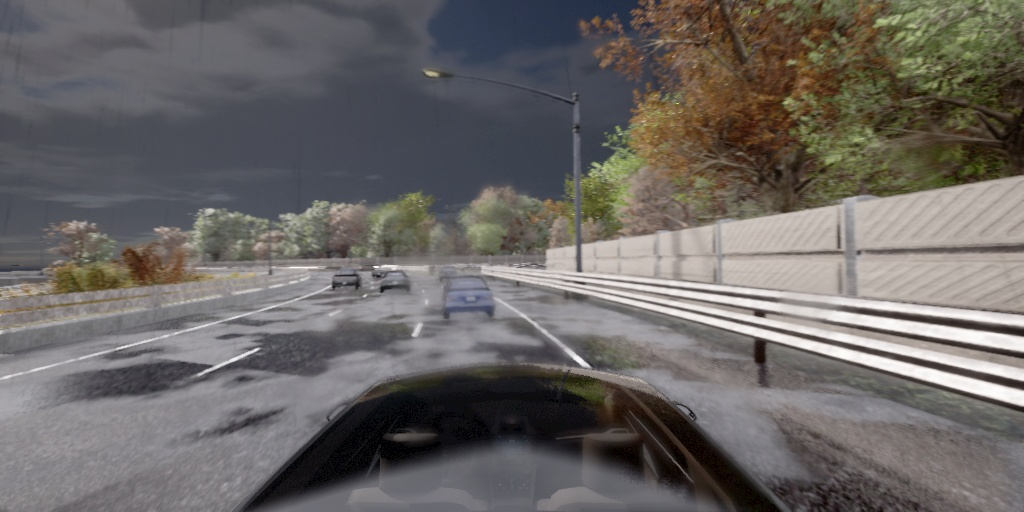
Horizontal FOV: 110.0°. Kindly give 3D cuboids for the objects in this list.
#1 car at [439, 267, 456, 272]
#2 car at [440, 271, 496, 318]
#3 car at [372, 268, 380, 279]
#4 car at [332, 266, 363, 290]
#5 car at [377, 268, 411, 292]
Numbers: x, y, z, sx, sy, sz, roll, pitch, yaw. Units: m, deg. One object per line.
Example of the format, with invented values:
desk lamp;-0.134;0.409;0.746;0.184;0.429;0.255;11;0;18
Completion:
car;-6.584;1.864;37.333;2.033;1.411;5.357;-1;-1;-10
car;-1.808;1.488;14.177;2.033;1.411;5.357;-1;-1;-10
car;-16.017;2.158;43.928;1.895;1.301;4.718;-1;-1;-28
car;-12.771;1.790;27.944;2.128;1.511;4.902;-1;-1;-19
car;-8.286;1.757;25.549;1.994;1.385;4.181;-1;-1;-17
